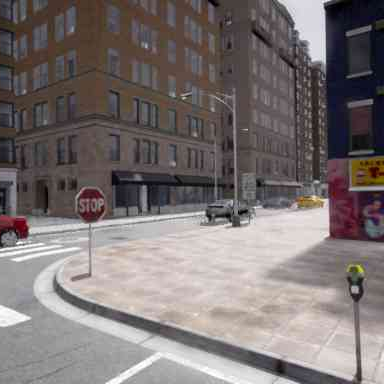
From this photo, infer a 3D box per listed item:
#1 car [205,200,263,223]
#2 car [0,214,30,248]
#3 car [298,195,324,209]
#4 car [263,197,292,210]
[{"bbox_3d":[2.803,1.271,23.389,2.128,1.511,4.902,-1,0,36],"label":"car"},{"bbox_3d":[-8.744,1.450,12.380,1.882,1.535,5.008,-1,0,36],"label":"car"},{"bbox_3d":[13.946,1.125,38.891,1.882,1.535,5.008,-1,0,36],"label":"car"},{"bbox_3d":[9.889,1.268,38.278,2.033,1.411,5.357,-1,0,36],"label":"car"}]
